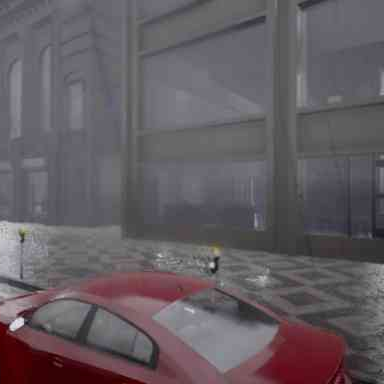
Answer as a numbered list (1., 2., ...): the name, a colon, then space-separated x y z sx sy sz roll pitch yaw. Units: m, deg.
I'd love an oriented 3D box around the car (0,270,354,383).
1. car: -0.743 1.570 3.602 4.507 1.381 1.887 -1 0 36
